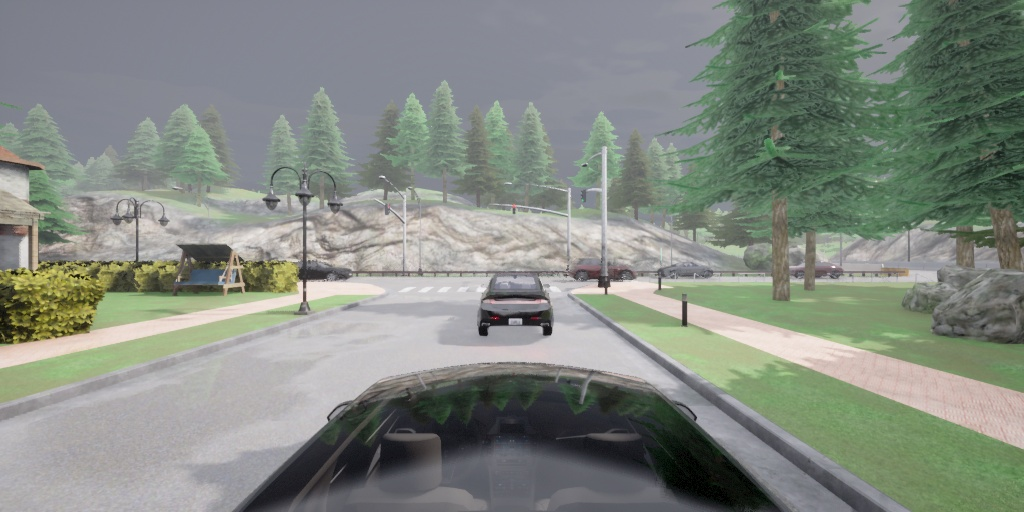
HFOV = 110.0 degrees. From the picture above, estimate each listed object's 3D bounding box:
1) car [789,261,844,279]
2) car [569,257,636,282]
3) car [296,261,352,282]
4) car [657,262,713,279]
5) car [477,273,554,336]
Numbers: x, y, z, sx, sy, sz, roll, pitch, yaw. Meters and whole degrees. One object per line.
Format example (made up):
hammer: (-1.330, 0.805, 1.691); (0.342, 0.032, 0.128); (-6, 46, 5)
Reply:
car: (24.485, 1.113, 29.438); (4.674, 1.442, 1.812); (0, 0, 0)
car: (6.491, 0.939, 25.818); (4.553, 1.767, 2.097); (0, 0, 0)
car: (-14.166, 1.065, 25.872); (5.008, 1.535, 1.882); (0, 0, 0)
car: (14.183, 1.151, 29.496); (4.181, 1.385, 1.994); (0, 0, 0)
car: (0.098, 1.242, 10.370); (2.128, 1.511, 4.902); (0, 0, 1)
